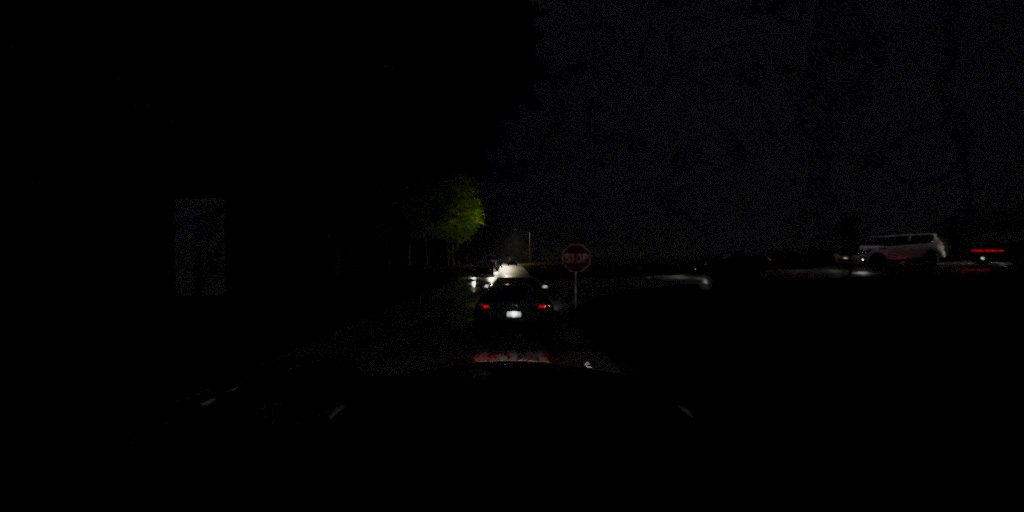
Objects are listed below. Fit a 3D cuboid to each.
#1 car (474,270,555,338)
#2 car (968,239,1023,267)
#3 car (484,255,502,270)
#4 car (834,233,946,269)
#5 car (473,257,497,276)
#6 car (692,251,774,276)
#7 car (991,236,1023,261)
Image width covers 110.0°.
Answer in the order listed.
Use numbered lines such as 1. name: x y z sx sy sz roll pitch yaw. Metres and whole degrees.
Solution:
1. car: 0.101 1.285 10.187 1.994 1.385 4.181 0 0 2
2. car: 28.391 -0.246 19.770 4.892 1.490 1.837 -3 1 1
3. car: -2.794 0.869 46.193 2.150 2.045 5.566 0 0 -1
4. car: 23.884 -0.353 22.761 5.566 2.045 2.150 -3 1 0
5. car: -2.777 1.143 35.540 1.882 1.535 5.008 0 0 -1
6. car: 14.009 0.439 22.866 4.674 1.442 1.812 -3 1 1
7. car: 34.199 -0.582 22.648 4.902 1.511 2.128 -3 1 1
